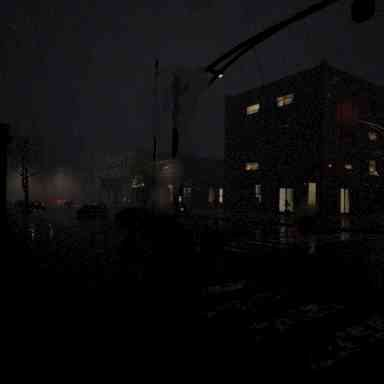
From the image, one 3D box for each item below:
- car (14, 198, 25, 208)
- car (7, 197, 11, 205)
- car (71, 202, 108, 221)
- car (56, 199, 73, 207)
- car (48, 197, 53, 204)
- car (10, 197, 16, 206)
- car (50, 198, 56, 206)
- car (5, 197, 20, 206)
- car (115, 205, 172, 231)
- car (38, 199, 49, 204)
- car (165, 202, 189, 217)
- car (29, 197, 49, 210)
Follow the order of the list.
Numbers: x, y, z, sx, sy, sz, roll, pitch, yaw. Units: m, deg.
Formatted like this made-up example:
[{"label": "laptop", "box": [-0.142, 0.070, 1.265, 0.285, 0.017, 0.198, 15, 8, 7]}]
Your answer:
[{"label": "car", "box": [-29.129, 2.013, 57.804, 1.887, 1.381, 4.507, 1, -1, -35]}, {"label": "car", "box": [-35.311, 2.132, 66.610, 1.947, 1.339, 4.313, 1, -1, -35]}, {"label": "car", "box": [-8.524, 1.730, 28.280, 1.802, 1.307, 4.206, 1, -1, -35]}, {"label": "car", "box": [-25.273, 2.115, 66.901, 1.967, 1.590, 4.097, 1, -1, -35]}, {"label": "car", "box": [-34.818, 2.141, 80.482, 2.192, 1.841, 5.009, 1, -1, -35]}, {"label": "car", "box": [-32.129, 2.082, 62.084, 1.947, 1.339, 4.313, 1, -1, -35]}, {"label": "car", "box": [-28.454, 2.307, 71.426, 1.802, 1.307, 4.206, 1, -1, -35]}, {"label": "car", "box": [-38.492, 1.932, 71.139, 2.192, 1.841, 5.009, 1, -1, -35]}, {"label": "car", "box": [-3.346, 1.616, 20.917, 1.887, 1.381, 4.507, 1, -1, -35]}, {"label": "car", "box": [-38.098, 2.404, 85.145, 1.752, 1.417, 4.829, 1, -1, -35]}, {"label": "car", "box": [-2.088, 1.762, 34.149, 1.967, 1.590, 4.097, 1, -1, -35]}, {"label": "car", "box": [-22.710, 1.892, 48.582, 1.752, 1.417, 4.829, 1, -1, -35]}]
